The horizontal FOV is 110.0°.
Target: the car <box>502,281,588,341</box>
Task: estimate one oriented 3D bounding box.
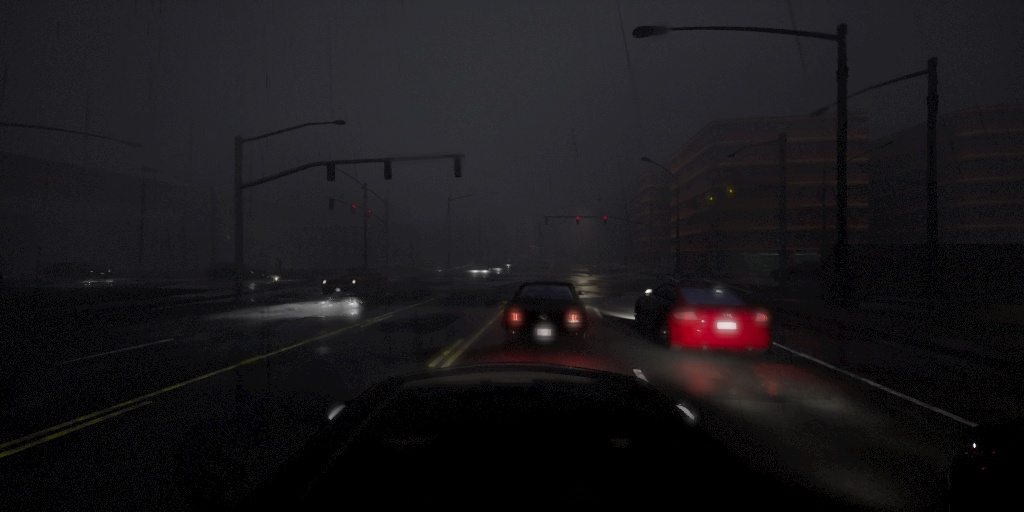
[{"bbox_3d":[0.994,1.351,9.908,1.895,1.301,4.718,0,0,8],"label":"car"}]

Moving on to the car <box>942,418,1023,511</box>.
[{"bbox_3d":[3.640,1.242,0.196,2.128,1.511,4.902,0,0,1],"label":"car"}]

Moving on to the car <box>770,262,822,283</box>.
[{"bbox_3d":[22.798,1.228,27.588,5.008,1.535,1.882,0,0,7],"label":"car"}]

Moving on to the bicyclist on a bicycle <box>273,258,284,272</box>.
[{"bbox_3d":[-26.429,1.053,40.569,0.582,1.620,1.656,0,0,7],"label":"bicyclist on a bicycle"}]

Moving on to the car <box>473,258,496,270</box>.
[{"bbox_3d":[-3.890,1.176,48.697,1.994,1.385,4.181,0,1,8],"label":"car"}]

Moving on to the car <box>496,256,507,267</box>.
[{"bbox_3d":[-2.546,1.064,58.551,1.895,1.301,4.718,0,1,8],"label":"car"}]

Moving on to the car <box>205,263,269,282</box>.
[{"bbox_3d":[-22.259,1.276,29.043,4.674,1.442,1.812,0,0,7],"label":"car"}]

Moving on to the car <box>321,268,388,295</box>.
[{"bbox_3d":[-8.528,1.351,19.823,1.895,1.301,4.718,0,0,0],"label":"car"}]

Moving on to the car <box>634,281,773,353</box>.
[{"bbox_3d":[4.398,1.314,8.909,1.994,1.385,4.181,0,0,7],"label":"car"}]

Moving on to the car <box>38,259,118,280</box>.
[{"bbox_3d":[-37.283,1.257,30.854,4.892,1.490,1.837,-1,0,8],"label":"car"}]
